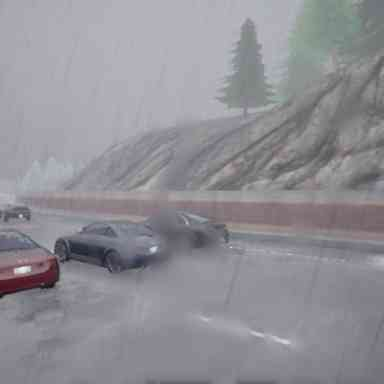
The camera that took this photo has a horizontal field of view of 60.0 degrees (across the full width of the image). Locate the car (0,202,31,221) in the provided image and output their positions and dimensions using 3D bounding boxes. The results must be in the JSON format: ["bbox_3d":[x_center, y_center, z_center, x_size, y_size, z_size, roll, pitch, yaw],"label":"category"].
[{"bbox_3d":[-14.544,1.546,26.882,1.837,1.490,4.892,0,0,-42],"label":"car"}]

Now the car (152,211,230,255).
[{"bbox_3d":[-0.769,1.538,13.653,4.892,1.490,1.837,0,0,40],"label":"car"}]

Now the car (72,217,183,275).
[{"bbox_3d":[-2.610,1.586,10.651,4.181,1.385,1.994,0,0,39],"label":"car"}]

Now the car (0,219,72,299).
[{"bbox_3d":[-5.034,1.576,8.122,4.181,1.385,1.994,0,0,40],"label":"car"}]
